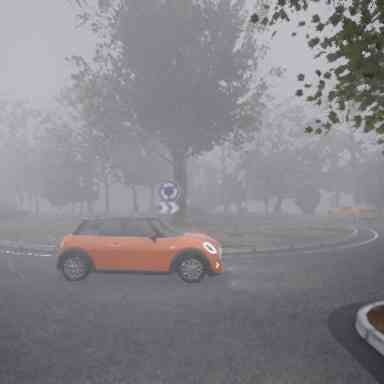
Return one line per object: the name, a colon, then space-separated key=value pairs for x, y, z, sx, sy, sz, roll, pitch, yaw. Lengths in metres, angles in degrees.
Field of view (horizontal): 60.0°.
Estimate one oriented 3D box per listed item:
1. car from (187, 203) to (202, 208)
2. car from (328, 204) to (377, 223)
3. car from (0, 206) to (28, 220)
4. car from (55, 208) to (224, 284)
car: x=-0.737 y=2.033 z=41.460 sx=4.181 sy=1.385 sz=1.994 roll=0 pitch=-1 yaw=5
car: x=14.034 y=1.811 z=29.439 sx=1.882 sy=1.535 sz=5.008 roll=0 pitch=-1 yaw=-10
car: x=-17.068 y=1.936 z=29.547 sx=1.895 sy=1.301 sz=4.718 roll=0 pitch=-1 yaw=16
car: x=-1.370 y=1.461 z=9.531 sx=4.553 sy=1.767 sz=2.097 roll=0 pitch=-1 yaw=4
